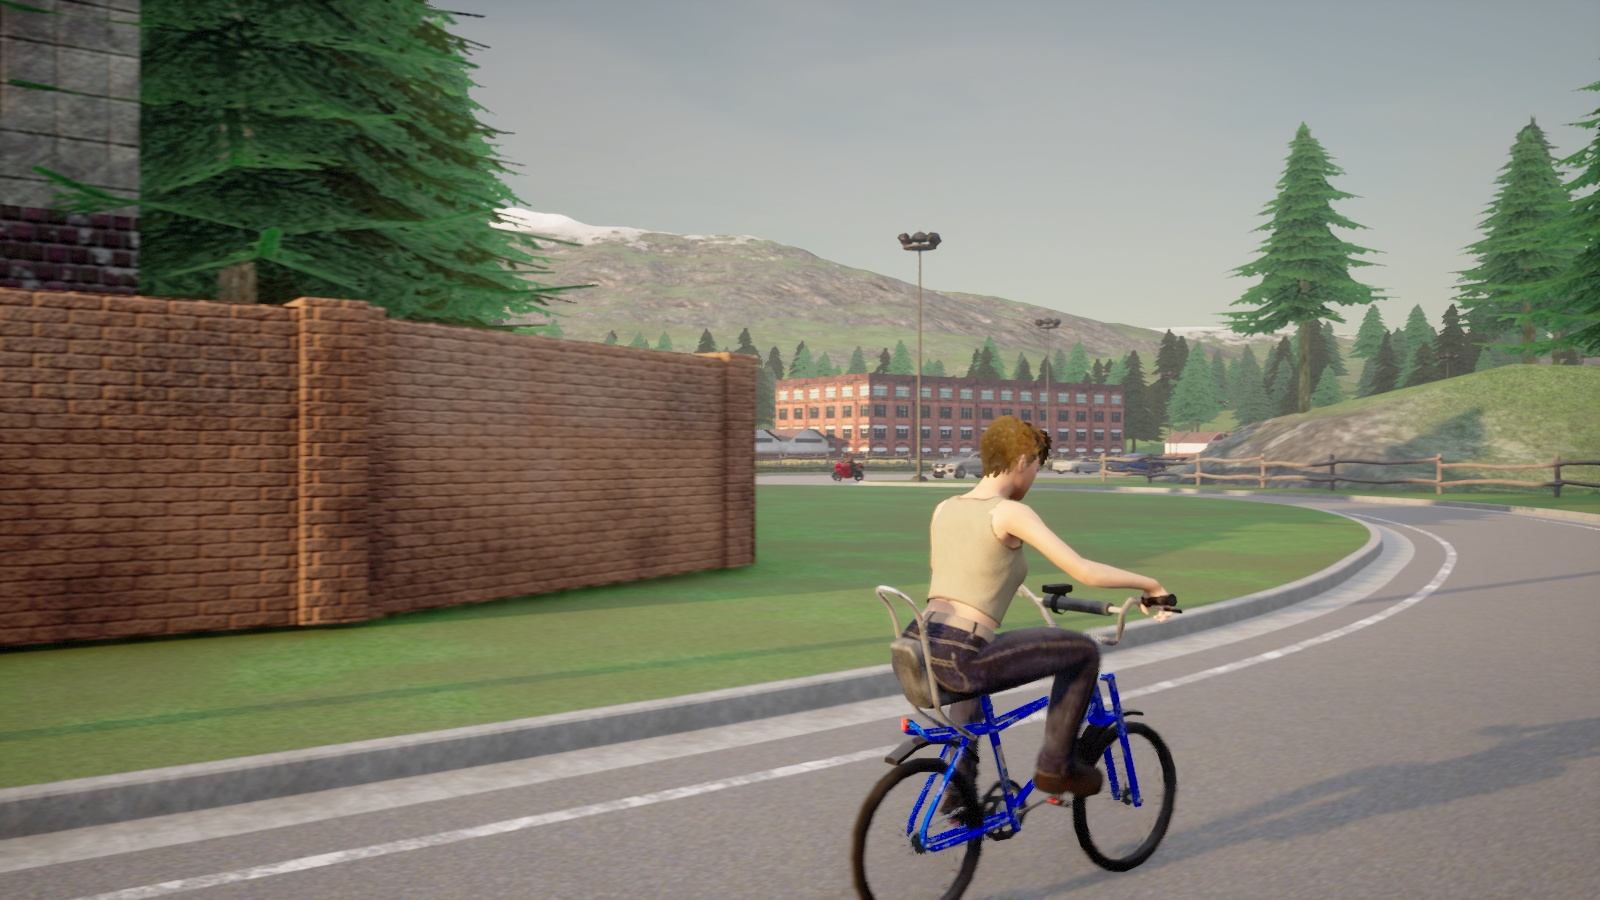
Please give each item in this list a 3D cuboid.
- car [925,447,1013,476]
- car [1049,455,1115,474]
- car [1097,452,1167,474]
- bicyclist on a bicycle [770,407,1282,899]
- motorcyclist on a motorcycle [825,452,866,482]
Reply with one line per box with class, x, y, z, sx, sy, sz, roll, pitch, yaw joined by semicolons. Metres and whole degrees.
car;9.977;0.684;74.093;5.027;1.651;2.152;0;0;-35
car;20.130;1.022;89.593;4.718;1.301;1.895;0;0;-34
car;23.122;0.888;87.402;5.008;1.535;1.882;0;0;-34
bicyclist on a bicycle;0.769;0.690;4.200;1.509;1.612;0.866;0;0;-35
motorcyclist on a motorcycle;2.340;0.880;64.526;2.044;1.523;0.797;0;0;-35
